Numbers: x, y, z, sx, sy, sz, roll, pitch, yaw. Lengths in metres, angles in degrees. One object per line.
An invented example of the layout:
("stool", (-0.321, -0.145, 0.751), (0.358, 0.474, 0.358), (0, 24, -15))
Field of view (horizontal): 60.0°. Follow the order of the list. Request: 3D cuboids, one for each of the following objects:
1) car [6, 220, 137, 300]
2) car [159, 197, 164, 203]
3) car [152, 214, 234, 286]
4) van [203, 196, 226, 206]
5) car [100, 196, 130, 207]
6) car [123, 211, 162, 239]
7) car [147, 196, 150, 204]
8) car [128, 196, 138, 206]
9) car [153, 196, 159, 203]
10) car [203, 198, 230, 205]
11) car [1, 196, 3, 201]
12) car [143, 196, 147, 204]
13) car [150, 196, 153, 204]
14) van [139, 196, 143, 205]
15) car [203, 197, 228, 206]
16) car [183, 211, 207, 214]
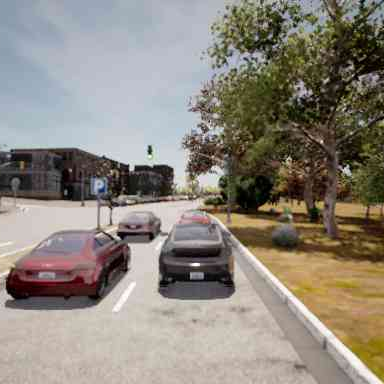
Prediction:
("car", (-2.893, 1.667, 8.696), (1.994, 1.385, 4.181), (0, -1, 1))
("car", (-11.042, 1.988, 88.438), (5.566, 2.045, 2.435), (-1, -1, -12))
("car", (0.113, 1.621, 9.730), (1.837, 1.490, 4.892), (0, -1, 0))
("van", (4.254, 1.712, 64.100), (4.442, 1.987, 1.878), (1, 0, -14))
("car", (-14.472, 2.000, 61.494), (4.792, 1.488, 2.163), (-1, 0, -15))
("car", (-2.827, 1.770, 18.642), (2.033, 1.411, 5.357), (0, -1, 1))
("car", (-12.674, 2.157, 76.445), (4.674, 1.452, 2.002), (-1, 0, -13))
("car", (-13.828, 1.988, 64.487), (5.366, 1.575, 1.946), (-1, -1, -15))
("car", (-11.491, 2.249, 85.429), (4.674, 1.452, 2.002), (-1, 0, -12))
("car", (5.171, 1.995, 70.061), (5.366, 1.575, 1.946), (1, -1, -13))
("car", (-31.188, 0.684, 52.368), (2.002, 1.452, 4.674), (6, -3, -19))
("car", (-13.046, 2.088, 73.450), (4.892, 1.521, 2.231), (-1, -1, -14))
("car", (-12.304, 2.188, 79.446), (4.674, 1.452, 2.002), (-1, -1, -13))
("van", (-13.272, 1.829, 70.481), (4.442, 1.987, 1.878), (-1, -1, -14))
("car", (4.637, 1.841, 67.069), (4.553, 1.767, 2.185), (1, -1, -14))
("car", (0.195, 1.849, 20.797), (1.895, 1.301, 4.718), (0, -1, 1))
